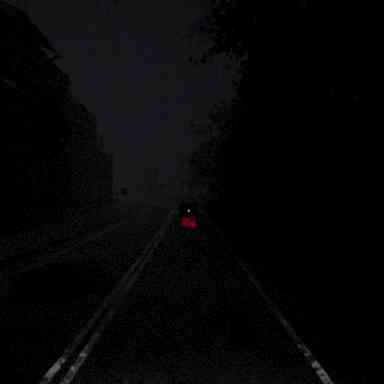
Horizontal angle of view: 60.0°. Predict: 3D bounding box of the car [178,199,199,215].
[{"bbox_3d":[-0.355,1.503,33.525,1.837,1.490,4.892,0,0,-1],"label":"car"}]
